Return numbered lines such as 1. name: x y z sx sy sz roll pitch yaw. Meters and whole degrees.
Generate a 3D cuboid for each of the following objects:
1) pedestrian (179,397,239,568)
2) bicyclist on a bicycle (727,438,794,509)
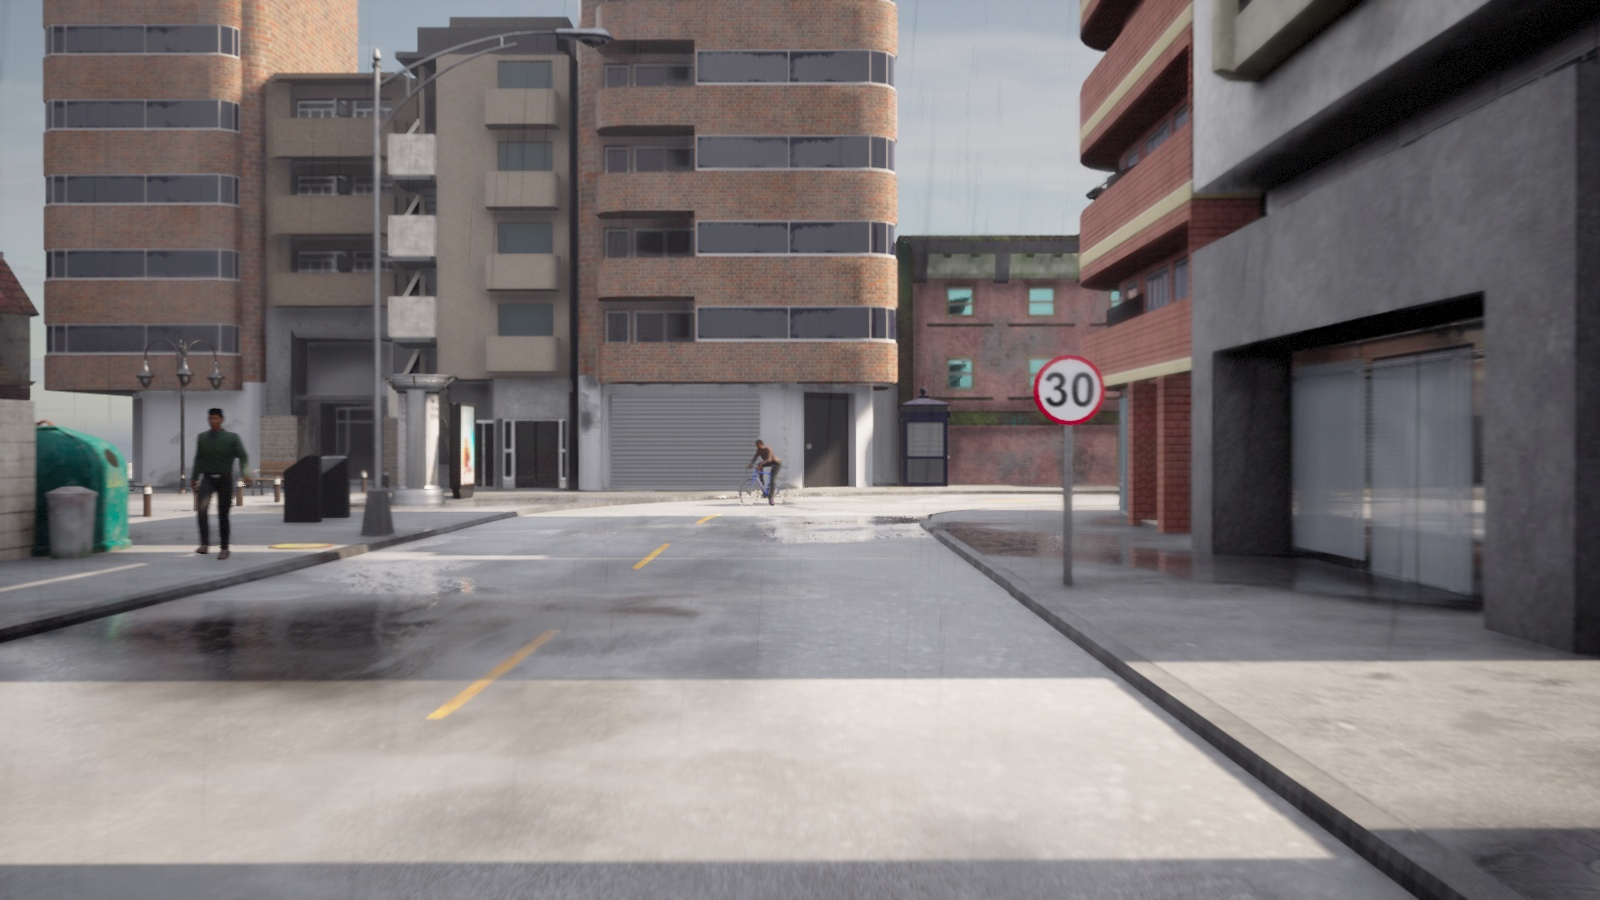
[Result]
1. pedestrian: -6.932 0.372 14.746 0.423 1.949 0.788 0 0 -9
2. bicyclist on a bicycle: -0.939 0.542 29.981 0.582 1.620 1.656 2 2 43
